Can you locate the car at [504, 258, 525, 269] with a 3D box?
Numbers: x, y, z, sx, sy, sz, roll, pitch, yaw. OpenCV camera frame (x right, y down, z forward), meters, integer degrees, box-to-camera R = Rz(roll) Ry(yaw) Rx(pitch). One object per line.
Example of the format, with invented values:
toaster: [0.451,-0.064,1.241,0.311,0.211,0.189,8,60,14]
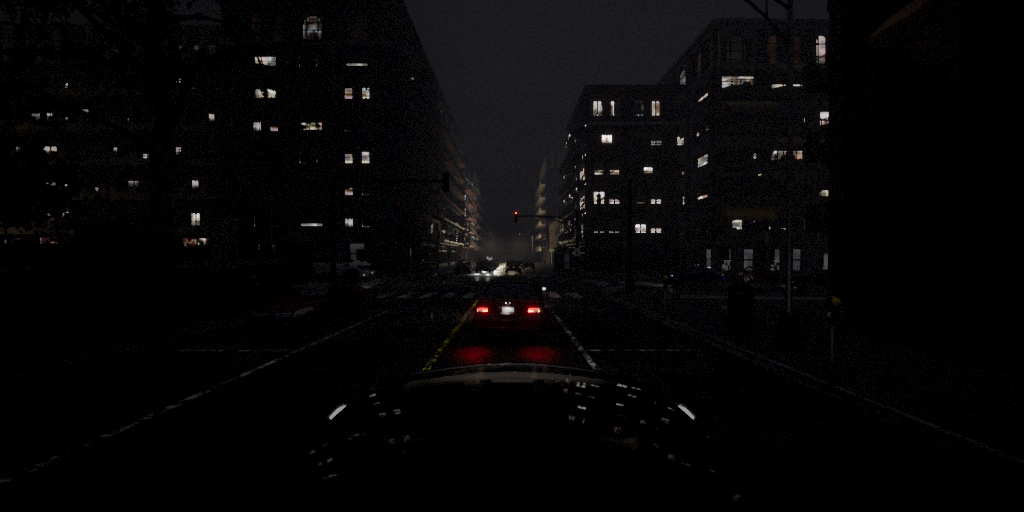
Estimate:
car: [0.094,1.296,42.963,2.033,1.411,5.357,0,0,-2]

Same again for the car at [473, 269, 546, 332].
car: [0.052,1.297,10.826,2.033,1.411,5.357,0,0,3]

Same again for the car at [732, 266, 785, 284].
car: [21.293,1.571,31.541,4.097,1.591,1.967,0,0,-1]

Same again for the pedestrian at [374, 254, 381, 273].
pedestrian: [-12.807,0.652,33.995,0.375,1.860,0.375,0,-1,-1]

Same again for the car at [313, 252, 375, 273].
car: [-12.718,0.786,25.420,5.566,2.045,2.150,1,0,-3]

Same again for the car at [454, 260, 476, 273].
car: [-5.810,1.188,43.023,1.967,1.591,4.097,0,0,0]

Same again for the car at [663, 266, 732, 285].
car: [14.598,1.552,28.877,4.674,1.442,1.812,1,0,-1]

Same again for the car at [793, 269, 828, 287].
car: [24.905,1.810,29.033,4.718,1.301,1.895,1,0,-1]

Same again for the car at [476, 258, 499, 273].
car: [-3.191,1.296,43.301,2.033,1.411,5.357,0,0,4]

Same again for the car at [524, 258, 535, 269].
car: [2.536,1.299,54.320,2.007,1.370,4.403,0,0,0]

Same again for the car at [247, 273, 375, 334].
car: [-5.713,1.331,10.613,1.802,1.307,4.207,0,0,0]
